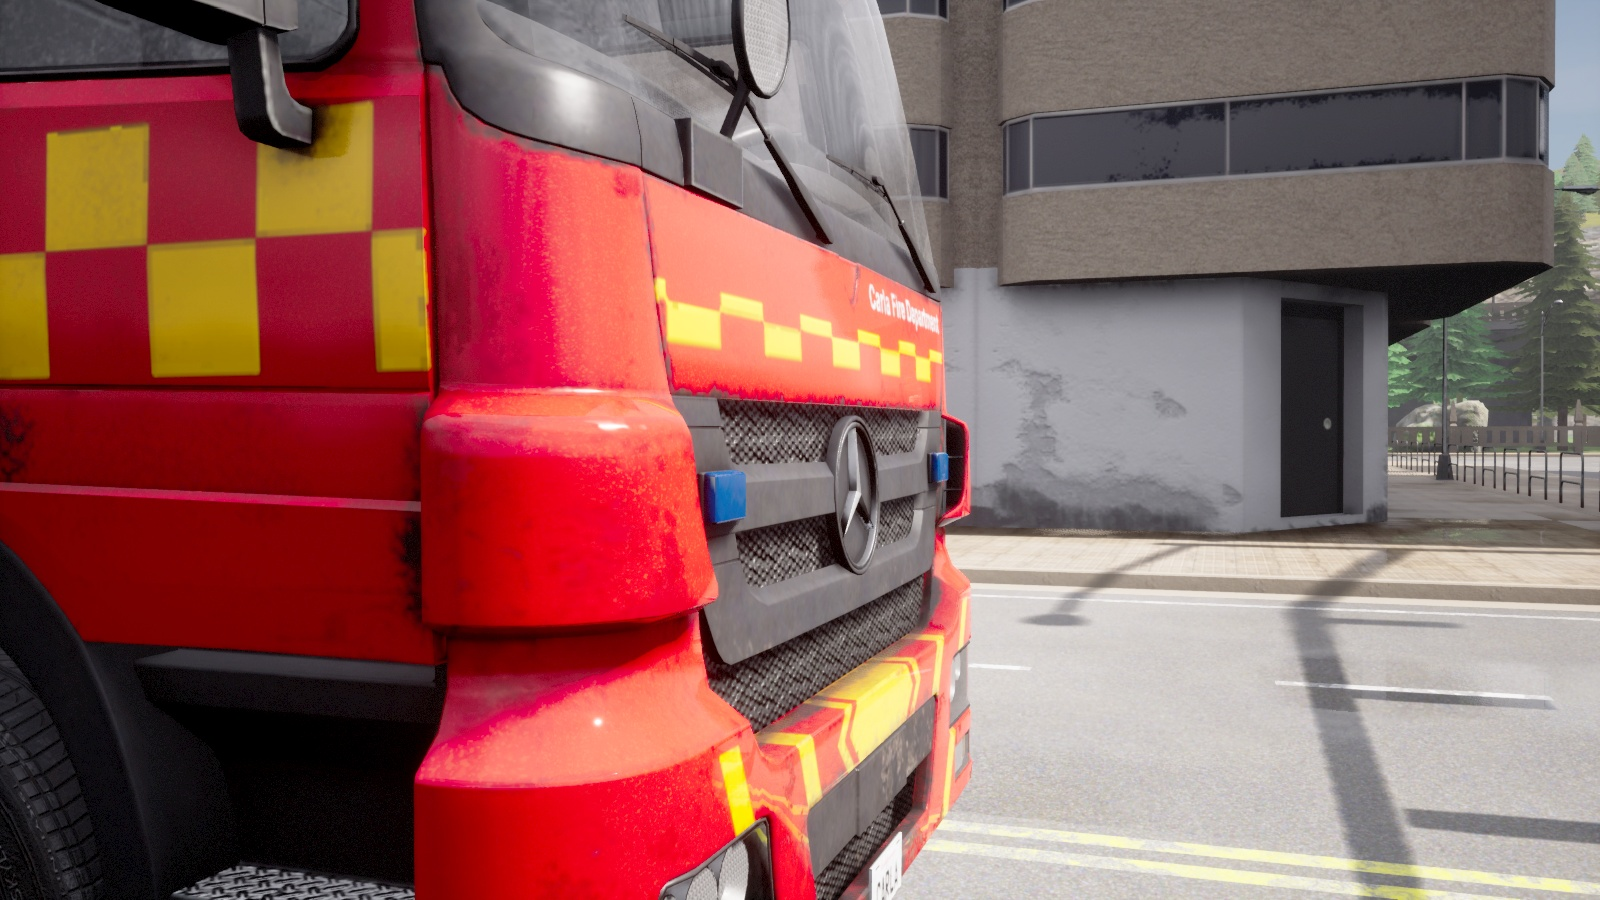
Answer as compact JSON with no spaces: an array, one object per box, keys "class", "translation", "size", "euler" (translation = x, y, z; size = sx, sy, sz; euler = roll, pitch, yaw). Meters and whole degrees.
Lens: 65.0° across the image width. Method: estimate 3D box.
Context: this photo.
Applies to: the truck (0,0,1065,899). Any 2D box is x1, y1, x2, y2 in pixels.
[{"class":"truck","translation":[-3.556,-0.422,4.371],"size":[8.468,3.827,2.891],"euler":[1,1,19]}]
